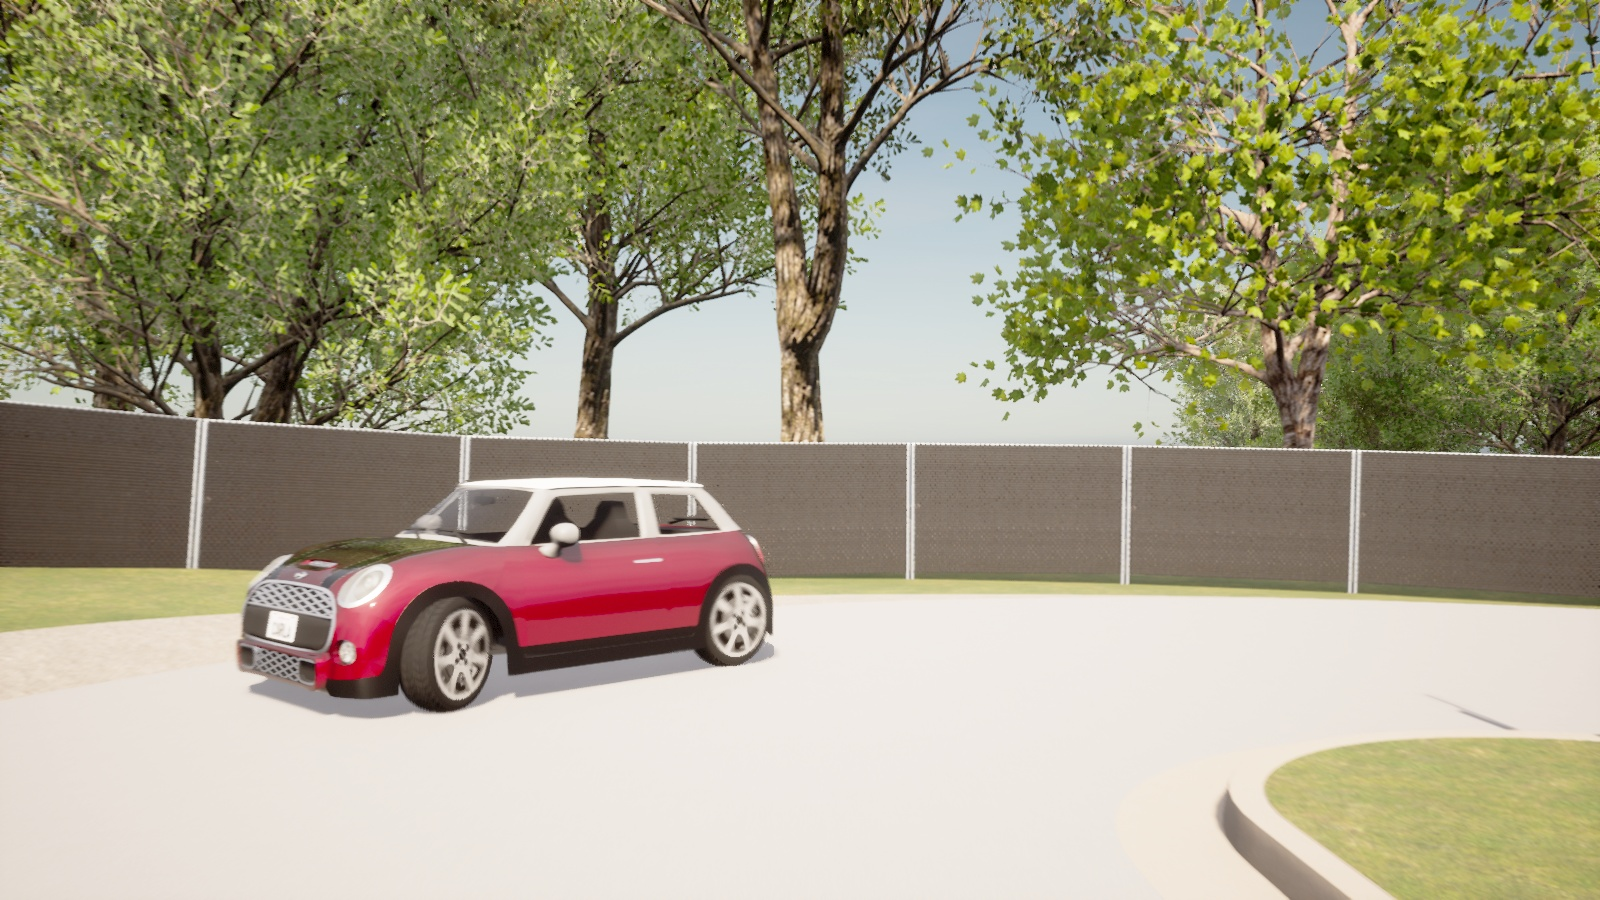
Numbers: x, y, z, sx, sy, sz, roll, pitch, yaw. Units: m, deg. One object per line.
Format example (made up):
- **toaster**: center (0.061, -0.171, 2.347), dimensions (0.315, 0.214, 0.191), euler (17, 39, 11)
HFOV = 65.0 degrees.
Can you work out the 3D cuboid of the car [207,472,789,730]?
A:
- **car**: center (-2.106, 0.926, 9.462), dimensions (1.970, 1.475, 3.806), euler (-1, -1, 43)
